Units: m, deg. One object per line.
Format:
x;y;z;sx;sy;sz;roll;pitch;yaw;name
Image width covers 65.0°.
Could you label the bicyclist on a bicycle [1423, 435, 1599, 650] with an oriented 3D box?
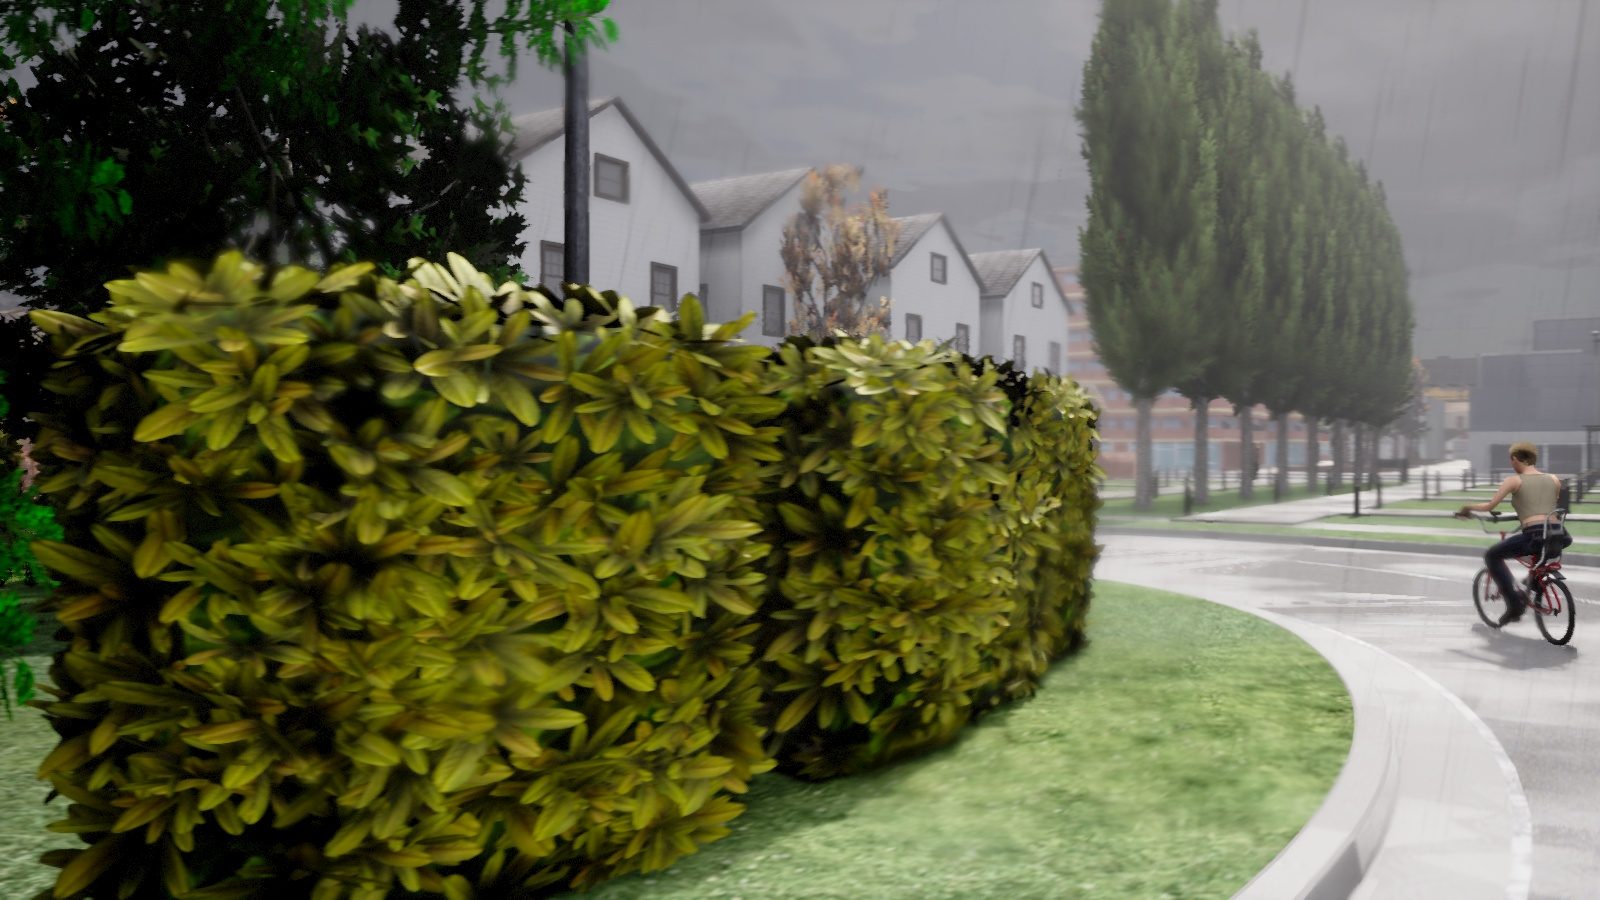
5.927;0.706;10.300;0.866;1.612;1.509;-2;0;2;bicyclist on a bicycle
